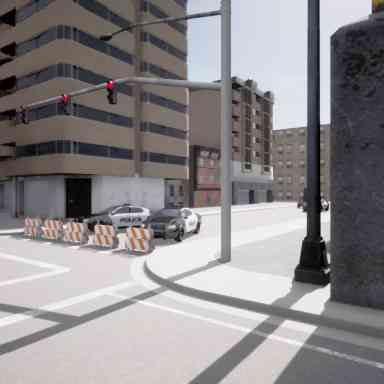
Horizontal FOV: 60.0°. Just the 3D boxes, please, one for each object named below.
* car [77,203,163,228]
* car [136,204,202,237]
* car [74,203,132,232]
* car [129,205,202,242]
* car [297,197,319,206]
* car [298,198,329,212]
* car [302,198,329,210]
[{"bbox_3d":[-4.122,1.295,19.276,4.536,1.218,1.853,0,0,-29],"label":"car"},{"bbox_3d":[-0.960,1.295,16.616,1.853,1.218,4.536,0,0,16],"label":"car"},{"bbox_3d":[-4.167,1.453,19.250,4.974,1.542,2.038,0,0,-29],"label":"car"},{"bbox_3d":[-0.974,1.453,16.566,2.038,1.542,4.974,0,0,16],"label":"car"},{"bbox_3d":[16.529,1.295,47.308,1.853,1.218,4.536,0,0,36],"label":"car"},{"bbox_3d":[14.294,1.453,38.347,2.038,1.542,4.974,0,0,36],"label":"car"},{"bbox_3d":[14.324,1.295,38.389,1.853,1.218,4.536,0,0,36],"label":"car"}]
